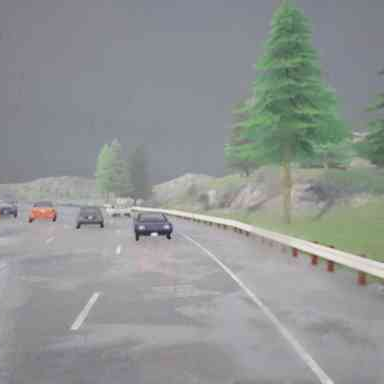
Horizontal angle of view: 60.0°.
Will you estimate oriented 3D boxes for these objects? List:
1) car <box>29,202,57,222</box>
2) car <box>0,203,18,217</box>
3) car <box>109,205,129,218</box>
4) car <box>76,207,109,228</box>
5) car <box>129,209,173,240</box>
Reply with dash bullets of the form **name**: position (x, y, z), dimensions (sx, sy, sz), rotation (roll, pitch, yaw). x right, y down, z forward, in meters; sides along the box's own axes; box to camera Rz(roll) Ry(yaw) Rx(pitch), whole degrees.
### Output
- **car**: position (-13.318, 1.672, 29.905), dimensions (2.097, 1.767, 4.553), rotation (0, -1, -22)
- **car**: position (-19.824, 1.913, 35.724), dimensions (1.812, 1.442, 4.674), rotation (0, -1, -27)
- **car**: position (-7.813, 1.966, 34.968), dimensions (1.895, 1.301, 4.718), rotation (0, -1, -23)
- **car**: position (-7.580, 1.808, 24.639), dimensions (2.033, 1.411, 5.357), rotation (0, -1, -18)
- **car**: position (-2.332, 1.792, 18.433), dimensions (1.895, 1.301, 4.718), rotation (0, -1, -12)
